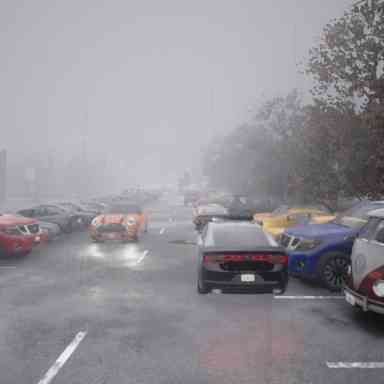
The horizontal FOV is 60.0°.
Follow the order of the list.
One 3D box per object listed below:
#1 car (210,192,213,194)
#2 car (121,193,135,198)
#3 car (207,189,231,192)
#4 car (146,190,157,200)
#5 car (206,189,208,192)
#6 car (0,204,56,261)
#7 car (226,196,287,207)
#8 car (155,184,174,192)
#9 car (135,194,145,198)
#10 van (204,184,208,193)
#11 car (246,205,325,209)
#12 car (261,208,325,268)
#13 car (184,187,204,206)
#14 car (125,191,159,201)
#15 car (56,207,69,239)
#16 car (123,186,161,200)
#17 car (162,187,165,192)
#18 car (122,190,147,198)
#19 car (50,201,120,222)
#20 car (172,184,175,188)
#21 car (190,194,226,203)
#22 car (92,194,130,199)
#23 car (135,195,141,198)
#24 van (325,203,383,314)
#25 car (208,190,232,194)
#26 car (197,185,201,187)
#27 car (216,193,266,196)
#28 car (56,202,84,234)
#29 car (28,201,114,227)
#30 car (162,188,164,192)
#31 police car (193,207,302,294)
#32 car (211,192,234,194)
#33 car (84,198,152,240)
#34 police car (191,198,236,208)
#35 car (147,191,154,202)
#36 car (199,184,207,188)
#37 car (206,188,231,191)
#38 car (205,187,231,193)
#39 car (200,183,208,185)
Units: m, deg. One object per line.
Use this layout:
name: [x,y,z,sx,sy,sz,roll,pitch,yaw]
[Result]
car: [5.110,1.061,42.064,5.008,1.535,2.097,0,2,0]
car: [-7.953,1.210,30.754,4.553,1.767,2.185,0,1,0]
car: [5.316,0.760,50.301,5.366,1.575,1.946,0,2,0]
car: [-7.961,0.878,47.474,4.892,1.521,2.231,0,2,0]
car: [5.164,0.671,53.092,4.792,1.488,2.163,0,3,0]
car: [-7.991,1.230,11.255,5.566,2.045,2.435,0,0,0]
car: [4.905,1.374,28.125,5.366,1.575,1.946,0,1,0]
car: [-8.193,-0.646,91.199,4.792,1.488,2.163,0,3,0]
car: [-8.004,1.247,36.331,4.792,1.488,2.163,0,1,0]
van: [5.024,0.011,61.441,4.442,1.987,1.878,-1,3,0]
car: [5.060,1.482,14.180,5.008,1.535,2.097,0,0,0]
car: [5.246,1.479,11.271,5.366,1.575,1.946,0,0,0]
car: [0.094,0.706,44.985,2.150,2.045,5.566,0,2,1]
car: [-7.950,0.644,53.053,5.008,1.535,2.097,0,2,0]
car: [-8.017,1.522,14.038,4.674,1.452,2.002,0,0,0]
car: [-7.921,0.514,50.251,5.566,2.045,2.435,0,2,0]
car: [-7.959,0.268,61.394,4.792,1.488,2.163,0,3,0]
car: [-8.001,1.021,39.114,4.553,1.767,2.185,0,2,0]
car: [-7.992,1.457,25.190,4.674,1.452,2.002,0,0,0]
car: [-8.156,-0.834,93.969,5.008,1.535,2.097,0,3,0]
car: [1.094,1.291,24.761,2.097,1.767,4.553,0,1,0]
car: [-7.958,1.255,27.975,4.553,1.767,2.185,0,1,0]
car: [-7.950,1.310,33.544,4.792,1.488,2.163,0,1,0]
van: [4.934,1.255,5.701,4.442,1.987,1.878,0,0,0]
car: [5.311,0.872,47.508,5.366,1.575,1.946,0,2,0]
car: [0.107,0.245,58.669,2.097,1.767,4.553,0,3,0]
car: [5.099,1.218,36.358,4.892,1.521,2.231,0,2,0]
car: [-8.010,1.465,19.611,5.008,1.535,2.097,0,0,0]
car: [-8.006,1.445,22.400,5.008,1.535,2.097,0,1,0]
car: [-7.905,0.406,58.613,4.792,1.488,2.163,0,3,0]
police car: [1.066,1.427,8.908,1.930,1.638,5.238,0,0,0]
car: [5.105,1.142,39.275,5.008,1.535,2.097,0,2,0]
car: [-3.472,1.328,16.540,2.097,1.767,4.553,0,-1,0]
police car: [1.084,1.414,18.905,1.930,1.638,5.238,0,0,0]
car: [-7.989,1.008,44.698,4.792,1.488,2.163,0,2,0]
car: [4.908,-0.525,88.542,5.008,1.535,2.097,0,3,0]
car: [5.143,0.545,56.001,4.674,1.452,2.002,0,3,0]
car: [5.148,0.407,58.783,4.674,1.452,2.002,0,3,0]
car: [4.947,-0.808,91.302,4.553,1.767,2.185,0,3,0]
